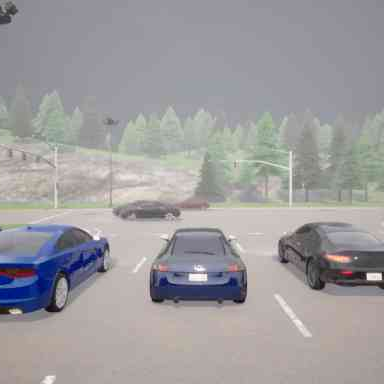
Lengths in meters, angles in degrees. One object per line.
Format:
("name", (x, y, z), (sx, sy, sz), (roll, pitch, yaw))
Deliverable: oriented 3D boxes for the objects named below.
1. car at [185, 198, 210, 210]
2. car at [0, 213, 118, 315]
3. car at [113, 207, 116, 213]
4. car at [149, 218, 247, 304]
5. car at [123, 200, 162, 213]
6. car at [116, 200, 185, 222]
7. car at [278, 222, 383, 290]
("car", (-0.070, 1.525, 41.074), (4.674, 1.442, 1.812), (0, 0, -8))
("car", (-3.351, 1.478, 7.715), (1.882, 1.535, 5.008), (0, 0, 1))
("car", (-4.579, 1.505, 29.667), (4.892, 1.490, 1.837), (0, 0, -11))
("car", (0.161, 1.564, 8.214), (1.994, 1.385, 4.181), (0, 0, 1))
("car", (-5.460, 1.564, 36.600), (4.181, 1.385, 1.994), (0, 0, -11))
("car", (-3.304, 1.505, 26.344), (4.892, 1.490, 1.837), (0, 0, -10))
("car", (3.678, 1.526, 8.951), (1.812, 1.442, 4.674), (0, 0, 1))
